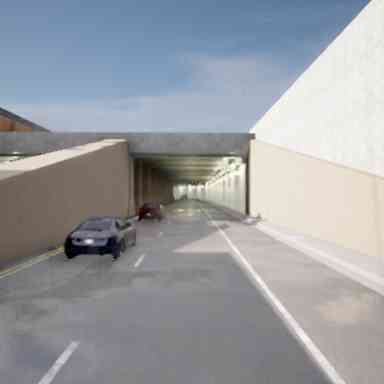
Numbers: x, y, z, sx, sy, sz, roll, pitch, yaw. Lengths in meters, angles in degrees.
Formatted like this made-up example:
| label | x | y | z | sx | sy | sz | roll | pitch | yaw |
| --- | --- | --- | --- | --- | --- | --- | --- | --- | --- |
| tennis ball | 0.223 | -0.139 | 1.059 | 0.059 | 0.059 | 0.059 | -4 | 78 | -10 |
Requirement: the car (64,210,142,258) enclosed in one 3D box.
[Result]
| label | x | y | z | sx | sy | sz | roll | pitch | yaw |
| --- | --- | --- | --- | --- | --- | --- | --- | --- | --- |
| car | -3.425 | 1.639 | 13.143 | 1.994 | 1.385 | 4.181 | 0 | 0 | 0 |

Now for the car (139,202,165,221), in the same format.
| label | x | y | z | sx | sy | sz | roll | pitch | yaw |
| --- | --- | --- | --- | --- | --- | --- | --- | --- | --- |
| car | -3.420 | 1.642 | 28.943 | 1.882 | 1.535 | 5.008 | 0 | 0 | 0 |
